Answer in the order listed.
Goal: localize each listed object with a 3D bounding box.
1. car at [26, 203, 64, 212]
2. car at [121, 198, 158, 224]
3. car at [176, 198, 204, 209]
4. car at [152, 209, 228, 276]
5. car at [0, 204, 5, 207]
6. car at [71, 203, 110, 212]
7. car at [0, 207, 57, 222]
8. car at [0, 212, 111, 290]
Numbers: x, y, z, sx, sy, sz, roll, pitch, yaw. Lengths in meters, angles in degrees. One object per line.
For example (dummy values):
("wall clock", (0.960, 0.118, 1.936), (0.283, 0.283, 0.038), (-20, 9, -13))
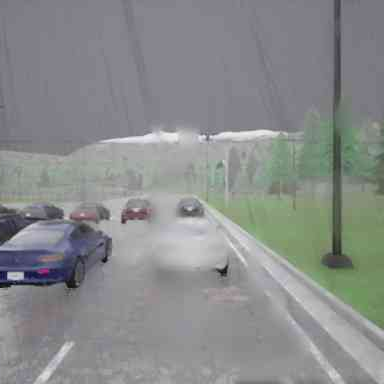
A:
("car", (-10.649, 1.438, 23.611), (1.994, 1.385, 4.181), (0, 0, 0))
("car", (-3.647, 1.220, 23.738), (2.097, 1.767, 4.553), (0, 0, -1))
("car", (-0.159, 1.209, 25.201), (2.097, 1.767, 4.553), (0, 0, -1))
("car", (0.001, 1.468, 10.040), (1.812, 1.442, 4.674), (0, 0, -1))
("car", (-14.139, 1.428, 22.987), (2.033, 1.411, 5.357), (0, 0, 0))
("car", (-7.145, 1.436, 23.639), (1.994, 1.385, 4.181), (0, 0, -1))
("car", (-7.017, 1.484, 11.909), (2.033, 1.411, 5.357), (0, 0, -1))
("car", (-3.484, 1.478, 8.858), (1.812, 1.442, 4.674), (0, 0, 0))
